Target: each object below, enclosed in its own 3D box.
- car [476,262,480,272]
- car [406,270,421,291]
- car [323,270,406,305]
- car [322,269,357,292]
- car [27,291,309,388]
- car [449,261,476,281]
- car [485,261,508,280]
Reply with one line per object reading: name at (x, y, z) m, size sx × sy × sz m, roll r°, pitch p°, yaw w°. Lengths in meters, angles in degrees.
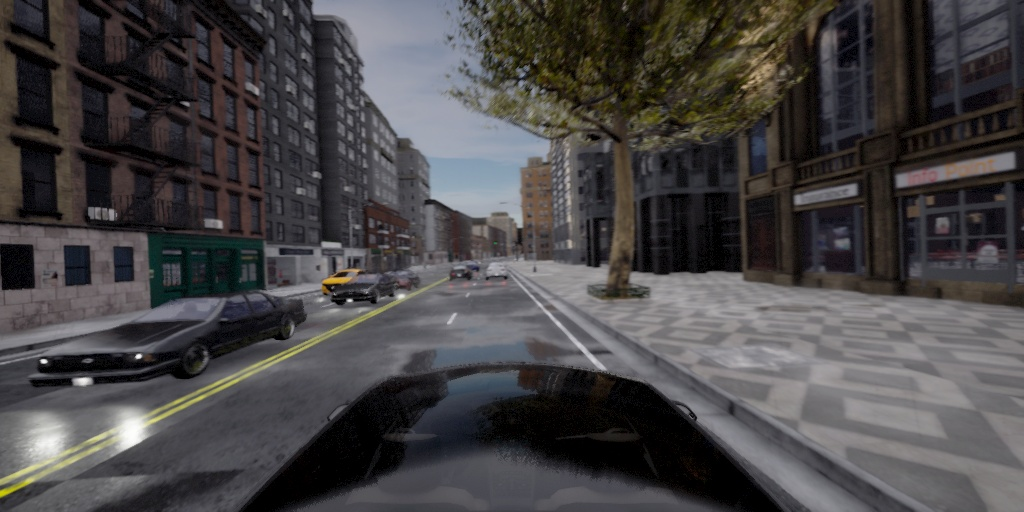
car at (-5.526, 1.464, 49.916) m, size 1.812 × 1.442 × 4.674 m, roll -2°, pitch 0°, yaw -3°
car at (-7.538, 1.659, 24.401) m, size 1.994 × 1.385 × 4.181 m, roll -2°, pitch 0°, yaw -3°
car at (-7.327, 1.588, 18.504) m, size 2.033 × 1.411 × 5.357 m, roll -2°, pitch 0°, yaw -3°
car at (-10.772, 1.648, 23.870) m, size 1.882 × 1.535 × 5.008 m, roll -2°, pitch 0°, yaw -3°
car at (-6.793, 1.561, 8.190) m, size 2.033 × 1.411 × 5.357 m, roll -2°, pitch 0°, yaw -3°
car at (-4.618, 1.457, 32.827) m, size 1.812 × 1.442 × 4.674 m, roll -2°, pitch 0°, yaw -3°
car at (-1.419, 1.338, 32.913) m, size 1.812 × 1.442 × 4.674 m, roll -2°, pitch 0°, yaw -3°
